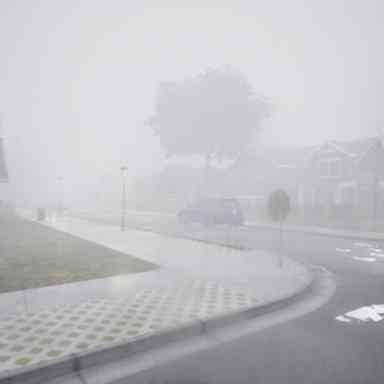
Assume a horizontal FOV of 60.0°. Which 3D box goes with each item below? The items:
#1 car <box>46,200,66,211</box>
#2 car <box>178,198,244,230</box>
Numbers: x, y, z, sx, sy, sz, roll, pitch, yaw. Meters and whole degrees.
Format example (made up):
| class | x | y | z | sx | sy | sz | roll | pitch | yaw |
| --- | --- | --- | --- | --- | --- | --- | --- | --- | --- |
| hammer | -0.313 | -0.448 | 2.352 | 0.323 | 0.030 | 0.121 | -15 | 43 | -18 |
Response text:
| class | x | y | z | sx | sy | sz | roll | pitch | yaw |
| --- | --- | --- | --- | --- | --- | --- | --- | --- | --- |
| car | -19.089 | 1.852 | 46.615 | 1.837 | 1.490 | 4.892 | 0 | -1 | -35 |
| car | 1.145 | 1.416 | 22.739 | 2.150 | 2.045 | 5.566 | 1 | -1 | -32 |
